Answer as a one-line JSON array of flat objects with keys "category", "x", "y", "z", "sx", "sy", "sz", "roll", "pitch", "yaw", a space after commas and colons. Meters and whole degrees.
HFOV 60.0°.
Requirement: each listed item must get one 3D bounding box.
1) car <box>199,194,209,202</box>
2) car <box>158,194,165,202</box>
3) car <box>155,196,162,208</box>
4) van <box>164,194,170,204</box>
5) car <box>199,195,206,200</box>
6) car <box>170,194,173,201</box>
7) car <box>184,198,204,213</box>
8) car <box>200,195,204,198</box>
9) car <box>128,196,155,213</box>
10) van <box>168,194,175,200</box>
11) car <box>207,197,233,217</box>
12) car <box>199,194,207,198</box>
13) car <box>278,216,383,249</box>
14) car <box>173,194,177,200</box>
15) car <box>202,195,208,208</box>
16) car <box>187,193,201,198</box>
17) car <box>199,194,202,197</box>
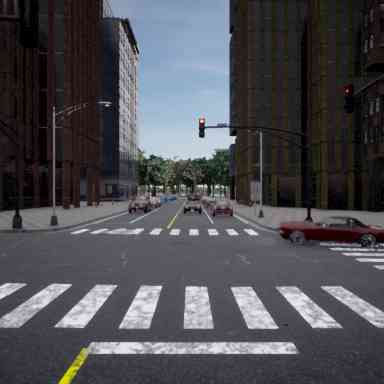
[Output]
[{"category": "car", "x": 2.787, "y": 1.341, "z": 80.613, "sx": 2.192, "sy": 1.841, "sz": 5.009, "roll": 0, "pitch": 0, "yaw": 0}, {"category": "car", "x": -5.746, "y": 1.537, "z": 53.258, "sx": 1.752, "sy": 1.417, "sz": 4.829, "roll": 0, "pitch": 0, "yaw": 0}, {"category": "car", "x": -5.748, "y": 1.591, "z": 47.990, "sx": 1.802, "sy": 1.307, "sz": 4.206, "roll": 0, "pitch": 0, "yaw": 0}, {"category": "van", "x": -5.743, "y": 1.358, "z": 64.303, "sx": 1.690, "sy": 1.788, "sz": 3.998, "roll": 0, "pitch": 0, "yaw": 0}, {"category": "car", "x": 2.790, "y": 1.560, "z": 91.658, "sx": 1.752, "sy": 1.417, "sz": 4.829, "roll": 0, "pitch": 0, "yaw": 0}, {"category": "car", "x": -5.741, "y": 1.570, "z": 69.740, "sx": 2.008, "sy": 1.369, "sz": 4.403, "roll": 0, "pitch": 0, "yaw": 0}, {"category": "car", "x": 0.082, "y": 1.606, "z": 36.955, "sx": 1.895, "sy": 1.301, "sz": 4.718, "roll": 0, "pitch": 0, "yaw": 1}, {"category": "car", "x": 2.779, "y": 1.556, "z": 53.425, "sx": 1.887, "sy": 1.381, "sz": 4.507, "roll": 0, "pitch": 0, "yaw": 0}, {"category": "car", "x": -5.752, "y": 1.321, "z": 37.115, "sx": 2.192, "sy": 1.841, "sz": 5.009, "roll": 0, "pitch": 0, "yaw": 0}, {"category": "van", "x": -5.735, "y": 1.376, "z": 91.491, "sx": 1.690, "sy": 1.788, "sz": 3.998, "roll": 0, "pitch": 0, "yaw": 0}, {"category": "car", "x": 2.772, "y": 1.444, "z": 31.675, "sx": 1.967, "sy": 1.590, "sz": 4.097, "roll": 0, "pitch": 0, "yaw": 0}, {"category": "car", "x": 2.781, "y": 1.559, "z": 58.862, "sx": 1.887, "sy": 1.381, "sz": 4.507, "roll": 0, "pitch": 0, "yaw": 0}, {"category": "car", "x": 6.365, "y": 1.748, "z": 15.274, "sx": 4.718, "sy": 1.301, "sz": 1.895, "roll": 1, "pitch": 0, "yaw": 12}, {"category": "car", "x": -5.736, "y": 1.596, "z": 86.053, "sx": 1.947, "sy": 1.339, "sz": 4.313, "roll": 0, "pitch": 0, "yaw": 0}, {"category": "car", "x": 2.777, "y": 1.560, "z": 47.987, "sx": 2.008, "sy": 1.369, "sz": 4.403, "roll": 0, "pitch": 0, "yaw": 0}, {"category": "car", "x": 0.121, "y": 1.238, "z": 65.385, "sx": 2.150, "sy": 2.045, "sz": 5.566, "roll": 0, "pitch": 0, "yaw": 0}, {"category": "car", "x": 2.782, "y": 1.542, "z": 64.470, "sx": 1.752, "sy": 1.417, "sz": 4.829, "roll": 0, "pitch": 0, "yaw": 0}]
